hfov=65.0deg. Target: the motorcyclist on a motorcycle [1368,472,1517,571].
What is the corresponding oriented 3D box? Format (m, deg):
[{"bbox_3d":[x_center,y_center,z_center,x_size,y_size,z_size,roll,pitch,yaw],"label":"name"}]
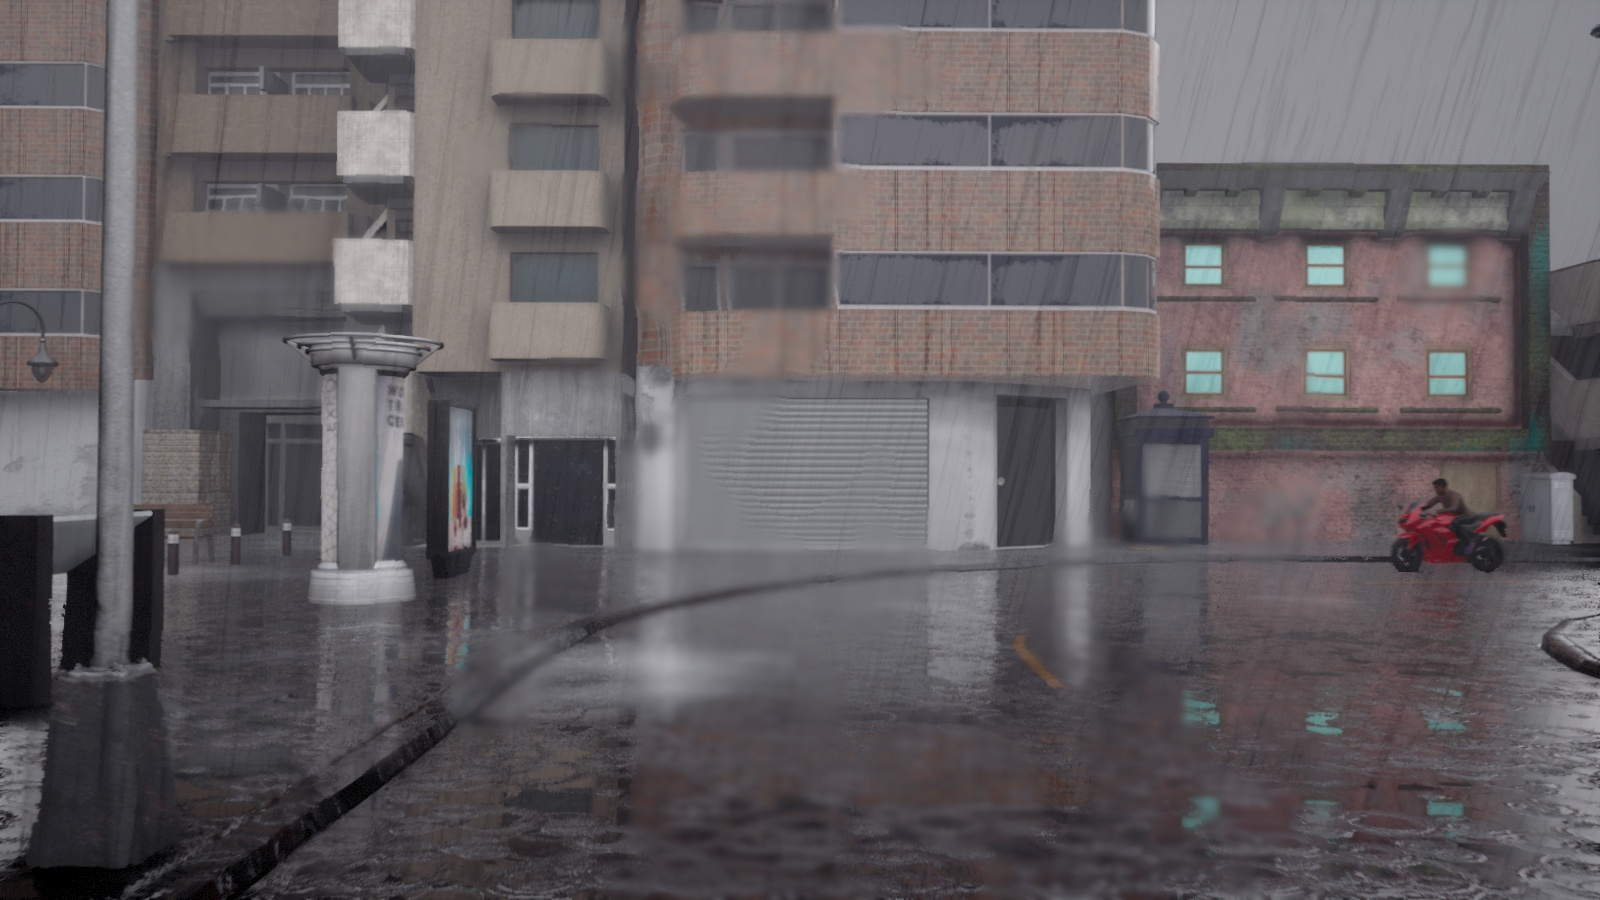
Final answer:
[{"bbox_3d":[10.272,1.121,20.103,2.044,1.523,0.797,0,0,-9],"label":"motorcyclist on a motorcycle"}]
